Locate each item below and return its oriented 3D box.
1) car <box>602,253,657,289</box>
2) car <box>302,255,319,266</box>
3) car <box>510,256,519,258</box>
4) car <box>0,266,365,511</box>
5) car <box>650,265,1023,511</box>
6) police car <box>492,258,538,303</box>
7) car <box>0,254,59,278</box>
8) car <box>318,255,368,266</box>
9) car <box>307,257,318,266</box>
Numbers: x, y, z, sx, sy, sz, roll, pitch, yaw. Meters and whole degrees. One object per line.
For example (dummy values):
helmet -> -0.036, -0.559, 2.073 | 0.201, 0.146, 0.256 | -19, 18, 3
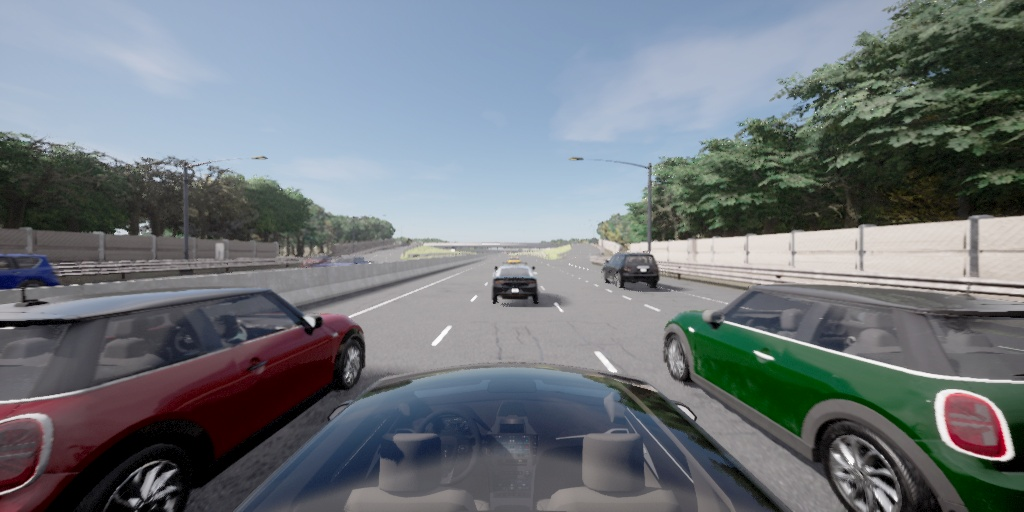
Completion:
car -> 7.163, 0.829, 22.145 | 2.150, 2.045, 5.566 | 0, 1, 1
car -> -24.295, 0.687, 45.178 | 2.097, 1.767, 4.553 | 0, 1, 1
car -> 0.308, 0.760, 45.044 | 1.801, 1.575, 5.366 | 0, 1, 0
car -> -3.396, 1.100, 3.912 | 2.097, 1.767, 4.553 | 0, 0, 0
car -> 3.605, 1.098, 4.250 | 2.097, 1.767, 4.553 | 0, 0, 0
police car -> 0.129, 1.101, 16.384 | 1.930, 1.638, 5.238 | 0, 1, 0
car -> -21.082, 0.930, 13.451 | 2.150, 2.045, 5.566 | 0, 0, 0
car -> -13.994, 0.850, 30.545 | 2.097, 1.767, 4.553 | 0, 1, 0
car -> -17.454, 1.041, 34.994 | 1.895, 1.301, 4.718 | 0, 1, 1
